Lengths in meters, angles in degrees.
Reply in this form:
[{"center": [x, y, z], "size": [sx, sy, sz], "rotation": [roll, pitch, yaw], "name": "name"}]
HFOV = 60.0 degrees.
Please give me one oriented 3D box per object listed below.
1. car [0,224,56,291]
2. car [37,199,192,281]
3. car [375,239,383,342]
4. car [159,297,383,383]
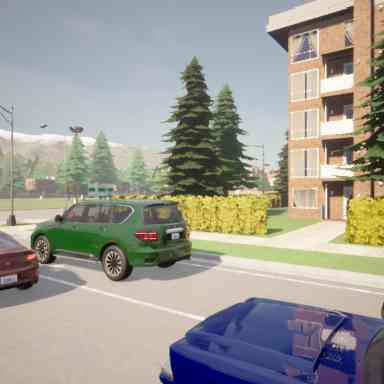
[{"center": [-5.403, 1.526, 7.790], "size": [4.674, 1.442, 1.812], "rotation": [0, 0, 36], "name": "car"}, {"center": [-2.599, 1.221, 10.083], "size": [5.566, 2.045, 2.150], "rotation": [0, 0, 36], "name": "car"}, {"center": [5.073, 1.564, 4.678], "size": [4.181, 1.385, 1.994], "rotation": [0, 0, 35], "name": "car"}, {"center": [2.036, 1.601, 2.543], "size": [4.718, 1.301, 1.895], "rotation": [0, 0, 35], "name": "car"}]
